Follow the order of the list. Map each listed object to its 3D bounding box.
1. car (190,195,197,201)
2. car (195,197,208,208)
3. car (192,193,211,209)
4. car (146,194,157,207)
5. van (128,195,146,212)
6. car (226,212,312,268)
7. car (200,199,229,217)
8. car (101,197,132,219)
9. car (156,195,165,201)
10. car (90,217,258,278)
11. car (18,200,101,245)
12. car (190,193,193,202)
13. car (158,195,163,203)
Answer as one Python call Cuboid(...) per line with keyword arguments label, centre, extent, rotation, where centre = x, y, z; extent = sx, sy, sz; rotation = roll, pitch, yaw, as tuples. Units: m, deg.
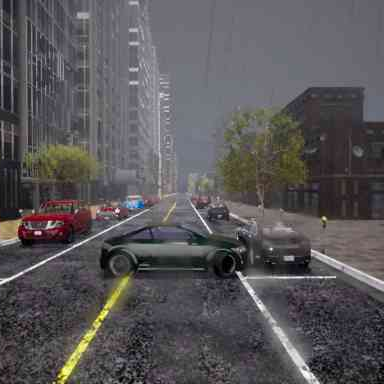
Cuboid(label="car", centre=(0.388, 1.551, 88.590), extent=(1.802, 1.307, 4.206), rotation=(-1, 0, -1))
Cuboid(label="car", centre=(1.400, 1.509, 50.032), extent=(1.752, 1.417, 4.829), rotation=(-1, 0, -1))
Cuboid(label="car", centre=(1.546, 1.301, 44.329), extent=(2.192, 1.841, 5.009), rotation=(-1, 0, -1))
Cuboid(label="car", centre=(-6.977, 1.299, 49.652), extent=(2.192, 1.841, 5.009), rotation=(-1, 0, -1))
Cuboid(label="van", centre=(-6.686, 1.329, 38.586), extent=(1.690, 1.788, 3.998), rotation=(-1, 0, -1))
Cuboid(label="car", centre=(2.550, 1.548, 11.137), extent=(2.008, 1.369, 4.403), rotation=(-1, 0, -1))
Cuboid(label="car", centre=(2.016, 1.543, 26.996), extent=(2.008, 1.369, 4.403), rotation=(-1, 0, -1))
Cuboid(label="car", centre=(-6.387, 1.432, 26.793), extent=(1.967, 1.590, 4.097), rotation=(-1, 0, -1))
Cuboid(label="car", centre=(-7.841, 1.496, 82.679), extent=(1.752, 1.417, 4.829), rotation=(-1, 0, -1))
Cuboid(label="car", centre=(-0.467, 1.557, 9.537), extent=(4.181, 1.385, 1.994), rotation=(0, 0, -1))
Cuboid(label="car", centre=(-6.188, 1.310, 15.725), extent=(2.192, 1.841, 5.009), rotation=(-1, 0, -1))
Cuboid(label="car", centre=(0.819, 1.290, 71.993), extent=(2.192, 1.841, 5.009), rotation=(-1, 0, -1))
Cuboid(label="car", centre=(-7.410, 1.522, 66.251), extent=(1.887, 1.381, 4.507), rotation=(-1, 0, -1))
